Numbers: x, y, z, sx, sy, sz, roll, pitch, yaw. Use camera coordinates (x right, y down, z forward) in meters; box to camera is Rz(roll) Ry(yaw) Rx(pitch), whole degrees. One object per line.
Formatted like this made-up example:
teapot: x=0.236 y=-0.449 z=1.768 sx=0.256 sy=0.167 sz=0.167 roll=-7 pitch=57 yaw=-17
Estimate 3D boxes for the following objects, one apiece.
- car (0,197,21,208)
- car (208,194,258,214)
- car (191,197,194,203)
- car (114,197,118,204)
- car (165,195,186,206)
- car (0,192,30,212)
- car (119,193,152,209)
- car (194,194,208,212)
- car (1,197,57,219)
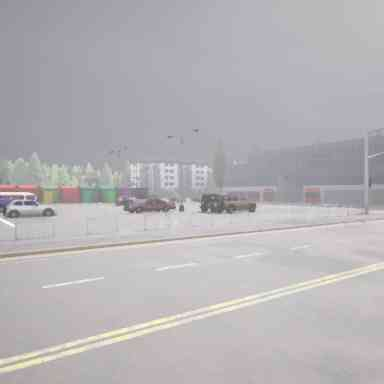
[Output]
car: x=-24.656 y=1.360 z=43.404 sx=3.905 sy=1.438 sz=1.784 roll=0 pitch=0 yaw=-35
car: x=4.250 y=1.150 z=32.755 sx=4.605 sy=1.855 sz=1.932 roll=0 pitch=0 yaw=-35
car: x=1.690 y=1.479 z=68.481 sx=2.128 sy=1.511 sz=4.902 roll=0 pitch=0 yaw=-34
car: x=-10.411 y=1.392 z=53.513 sx=3.806 sy=1.475 sz=1.970 roll=0 pitch=0 yaw=-35
car: x=-3.050 y=1.378 z=69.278 sx=2.097 sy=1.767 sz=4.553 roll=0 pitch=0 yaw=-34
car: x=-23.035 y=1.150 z=41.003 sx=4.605 sy=1.855 sz=1.932 roll=0 pitch=0 yaw=-35
car: x=-8.747 y=1.153 z=51.143 sx=3.866 sy=1.878 sz=1.905 roll=0 pitch=0 yaw=-35
car: x=2.622 y=1.153 z=35.149 sx=3.866 sy=1.878 sz=1.905 roll=0 pitch=0 yaw=-35
car: x=-13.198 y=1.392 z=27.264 sx=3.806 sy=1.475 sz=1.970 roll=0 pitch=0 yaw=-35
